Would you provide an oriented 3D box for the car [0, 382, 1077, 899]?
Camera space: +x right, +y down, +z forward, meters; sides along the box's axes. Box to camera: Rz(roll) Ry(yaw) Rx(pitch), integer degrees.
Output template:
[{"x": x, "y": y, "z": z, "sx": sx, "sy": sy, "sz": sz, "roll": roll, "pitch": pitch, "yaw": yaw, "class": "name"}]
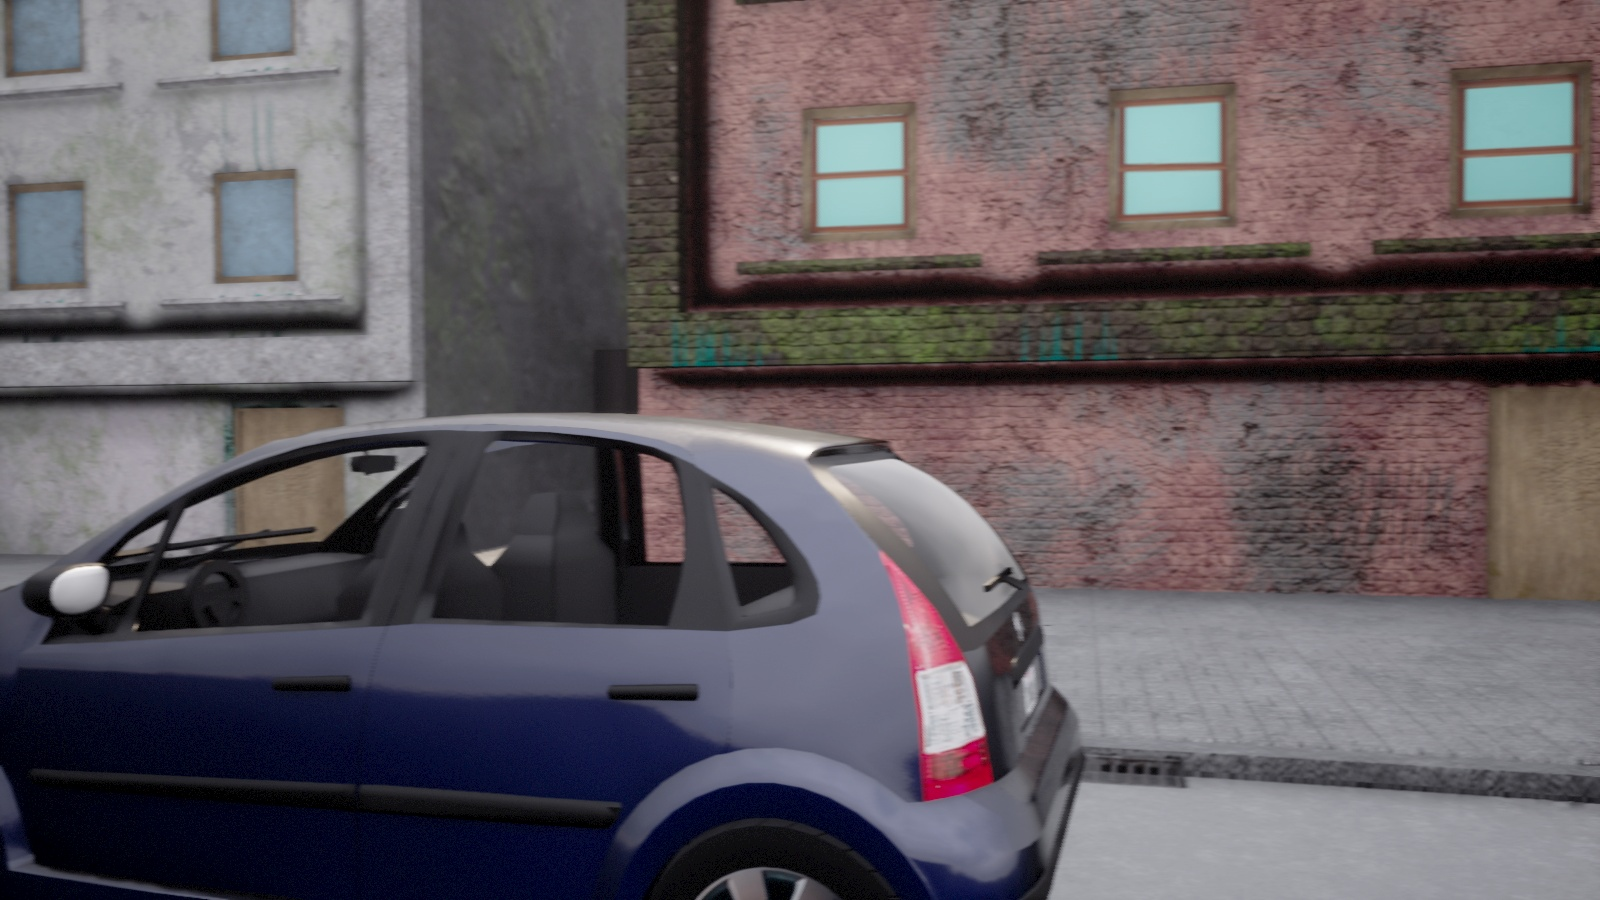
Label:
[{"x": -1.223, "y": 0.639, "z": 4.013, "sx": 3.988, "sy": 1.617, "sz": 1.851, "roll": 0, "pitch": 1, "yaw": 17, "class": "car"}]
